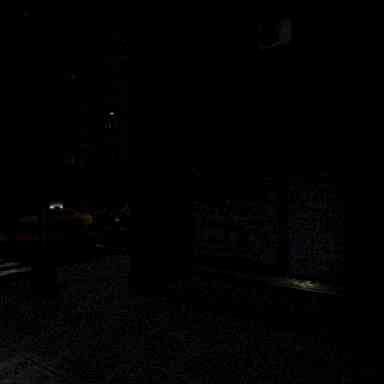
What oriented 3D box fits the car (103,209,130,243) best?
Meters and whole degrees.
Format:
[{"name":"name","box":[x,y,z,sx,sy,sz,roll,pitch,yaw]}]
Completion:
[{"name":"car","box":[-1.604,1.561,15.190,1.947,1.339,4.313,0,0,36]}]

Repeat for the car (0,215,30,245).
[{"name":"car","box":[-9.613,1.490,13.431,1.882,1.535,5.008,0,0,36]}]

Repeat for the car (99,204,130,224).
[{"name":"car","box":[-4.975,1.584,24.270,2.008,1.369,4.403,0,0,36]}]

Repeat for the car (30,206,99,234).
[{"name":"car","box":[-8.224,1.554,19.729,1.752,1.417,4.829,0,0,36]}]
